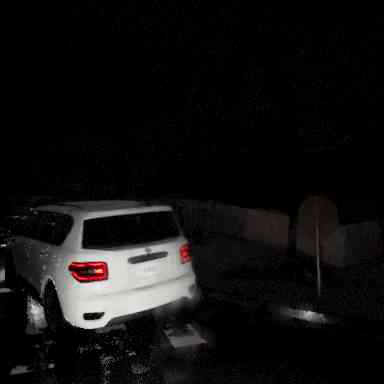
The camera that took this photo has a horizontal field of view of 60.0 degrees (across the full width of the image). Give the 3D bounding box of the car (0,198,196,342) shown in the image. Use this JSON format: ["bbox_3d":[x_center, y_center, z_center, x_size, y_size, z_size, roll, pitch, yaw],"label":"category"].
[{"bbox_3d":[-2.225,1.200,6.838,2.150,2.045,5.566,-3,1,-38],"label":"car"}]

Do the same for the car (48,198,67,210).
[{"bbox_3d":[-17.871,1.551,44.376,2.128,1.511,4.902,0,0,-19],"label":"car"}]

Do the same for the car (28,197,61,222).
[{"bbox_3d":[-12.183,1.375,27.732,2.097,1.767,4.553,0,0,-19],"label":"car"}]
